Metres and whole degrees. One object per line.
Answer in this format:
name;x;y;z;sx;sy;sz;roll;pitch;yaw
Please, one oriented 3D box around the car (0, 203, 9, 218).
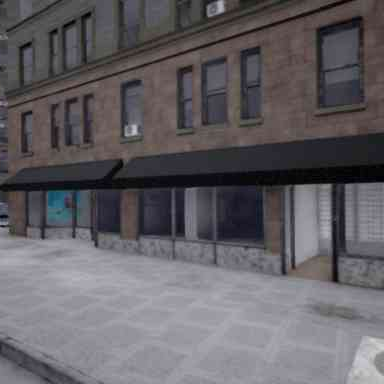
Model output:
car;-15.774;1.614;27.611;2.033;1.411;5.357;-1;-1;32
